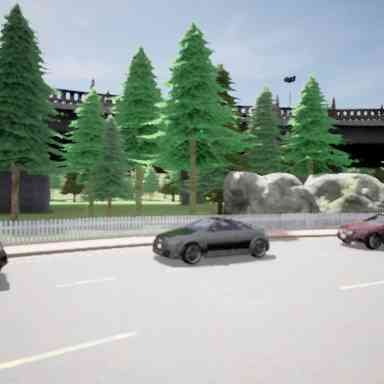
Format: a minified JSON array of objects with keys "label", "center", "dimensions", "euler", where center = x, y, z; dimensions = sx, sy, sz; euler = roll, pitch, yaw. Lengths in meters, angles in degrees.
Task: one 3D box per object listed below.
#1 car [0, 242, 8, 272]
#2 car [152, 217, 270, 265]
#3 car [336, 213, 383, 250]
[{"label":"car","center":[-6.879,1.584,7.489],"dimensions":[4.718,1.301,1.895],"euler":[1,0,-32]},{"label":"car","center":[0.719,1.629,11.900],"dimensions":[4.181,1.385,1.994],"euler":[1,0,-26]},{"label":"car","center":[8.834,1.669,14.812],"dimensions":[4.674,1.442,1.812],"euler":[1,0,-11]}]
